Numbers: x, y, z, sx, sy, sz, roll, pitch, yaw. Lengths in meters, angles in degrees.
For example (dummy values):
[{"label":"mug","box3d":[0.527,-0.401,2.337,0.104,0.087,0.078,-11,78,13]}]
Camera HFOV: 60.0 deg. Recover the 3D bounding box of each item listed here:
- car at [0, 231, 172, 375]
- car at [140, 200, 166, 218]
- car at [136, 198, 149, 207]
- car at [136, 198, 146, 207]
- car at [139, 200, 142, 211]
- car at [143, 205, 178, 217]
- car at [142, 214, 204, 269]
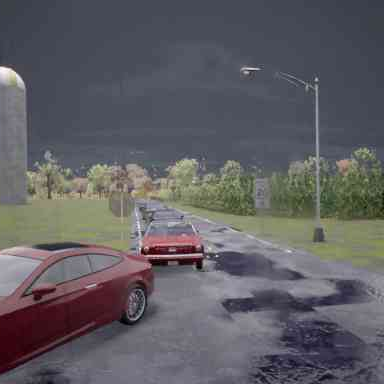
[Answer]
[{"label":"car","box3d":[-2.370,1.557,5.056,1.812,1.442,4.674,0,-1,29]},{"label":"car","box3d":[-2.376,1.601,23.452,2.128,1.511,4.902,-1,0,-10]},{"label":"car","box3d":[-8.661,1.756,57.723,2.128,1.511,4.902,-1,0,-11]},{"label":"car","box3d":[-5.859,1.743,42.853,2.033,1.411,5.357,-1,0,-11]},{"label":"car","box3d":[-3.501,1.702,29.871,1.994,1.385,4.181,-1,0,-10]},{"label":"car","box3d":[-1.413,1.650,17.817,1.994,1.385,4.181,-1,0,-10]},{"label":"car","box3d":[-0.709,1.664,11.370,1.895,1.301,4.718,-1,0,-5]}]
